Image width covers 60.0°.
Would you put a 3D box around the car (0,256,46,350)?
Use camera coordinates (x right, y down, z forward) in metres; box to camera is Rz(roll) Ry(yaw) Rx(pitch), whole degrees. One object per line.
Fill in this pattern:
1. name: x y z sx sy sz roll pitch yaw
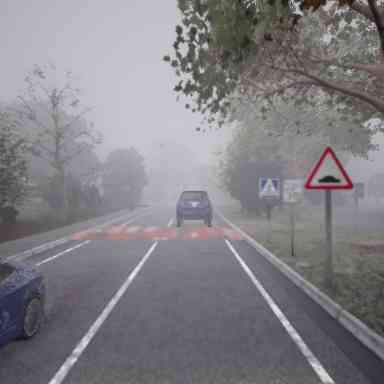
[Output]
1. car: -3.347 1.543 3.854 1.812 1.442 4.674 0 0 0

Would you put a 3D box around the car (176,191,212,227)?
1. car: 0.124 1.172 21.691 2.150 2.045 5.566 0 -7 0
